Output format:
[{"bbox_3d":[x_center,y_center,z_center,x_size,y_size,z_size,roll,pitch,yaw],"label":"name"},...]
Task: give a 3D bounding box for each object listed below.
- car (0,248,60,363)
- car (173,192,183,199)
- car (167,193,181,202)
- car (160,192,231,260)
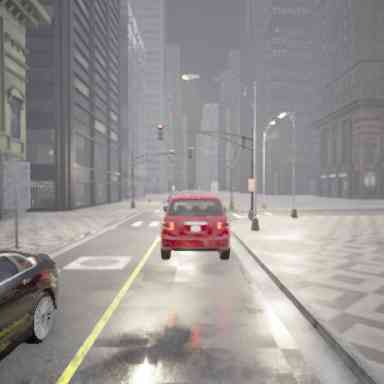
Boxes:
[{"bbox_3d":[-3.082,1.453,3.508,2.128,1.511,4.902,0,1,0],"label":"car"},{"bbox_3d":[-2.997,0.779,71.665,1.994,1.385,4.181,0,1,0],"label":"car"},{"bbox_3d":[-3.044,0.940,56.269,2.033,1.411,5.357,0,1,1],"label":"car"},{"bbox_3d":[0.101,1.089,12.018,2.150,2.045,5.566,0,1,0],"label":"car"}]
